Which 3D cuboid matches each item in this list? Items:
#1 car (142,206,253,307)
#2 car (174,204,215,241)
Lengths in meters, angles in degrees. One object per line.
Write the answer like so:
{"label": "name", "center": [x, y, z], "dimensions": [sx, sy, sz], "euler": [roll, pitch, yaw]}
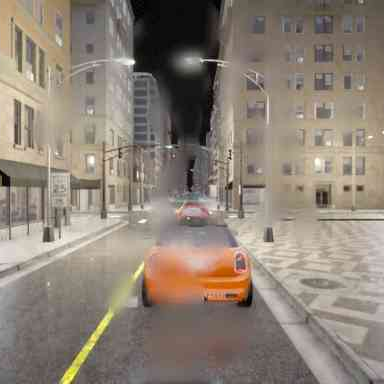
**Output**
{"label": "car", "center": [0.095, 1.351, 8.133], "dimensions": [2.097, 1.767, 4.553], "euler": [0, 0, 0]}
{"label": "car", "center": [0.098, 1.476, 17.733], "dimensions": [1.882, 1.535, 5.008], "euler": [0, 0, 0]}
